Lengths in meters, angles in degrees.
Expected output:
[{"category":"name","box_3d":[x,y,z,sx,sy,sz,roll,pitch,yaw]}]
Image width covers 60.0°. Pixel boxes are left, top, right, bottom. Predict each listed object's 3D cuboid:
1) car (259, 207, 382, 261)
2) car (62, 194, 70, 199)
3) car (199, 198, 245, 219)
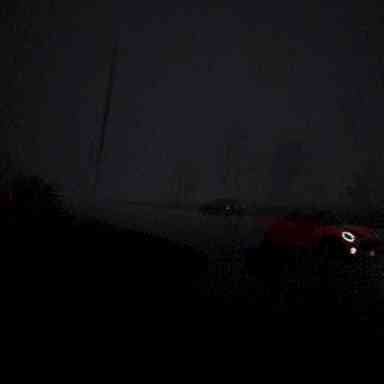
[{"category":"car","box_3d":[4.804,1.455,12.958,2.097,1.767,4.553,0,0,-33]},{"category":"car","box_3d":[-32.502,1.209,84.312,1.895,1.301,4.718,0,0,-33]},{"category":"car","box_3d":[2.541,1.349,29.498,2.097,1.767,4.553,0,0,-33]}]
